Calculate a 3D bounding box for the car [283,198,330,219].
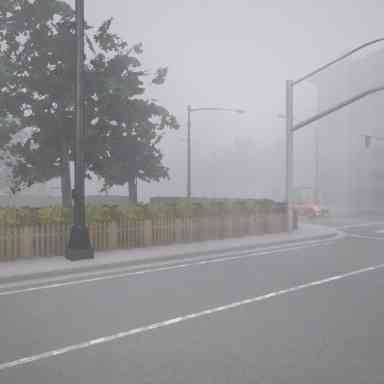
[{"bbox_3d":[9.862,1.352,29.548,2.097,1.767,4.553,0,0,-35],"label":"car"}]
